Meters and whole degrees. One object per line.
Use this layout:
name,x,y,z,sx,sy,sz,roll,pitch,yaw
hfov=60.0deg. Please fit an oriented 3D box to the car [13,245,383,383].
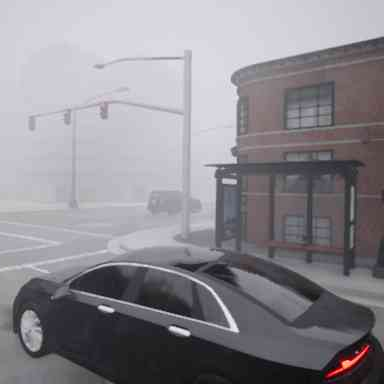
car,-0.382,1.459,4.237,4.892,1.490,1.837,1,1,35

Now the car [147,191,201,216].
car,-1.444,0.920,28.610,2.150,2.045,5.566,1,1,36
